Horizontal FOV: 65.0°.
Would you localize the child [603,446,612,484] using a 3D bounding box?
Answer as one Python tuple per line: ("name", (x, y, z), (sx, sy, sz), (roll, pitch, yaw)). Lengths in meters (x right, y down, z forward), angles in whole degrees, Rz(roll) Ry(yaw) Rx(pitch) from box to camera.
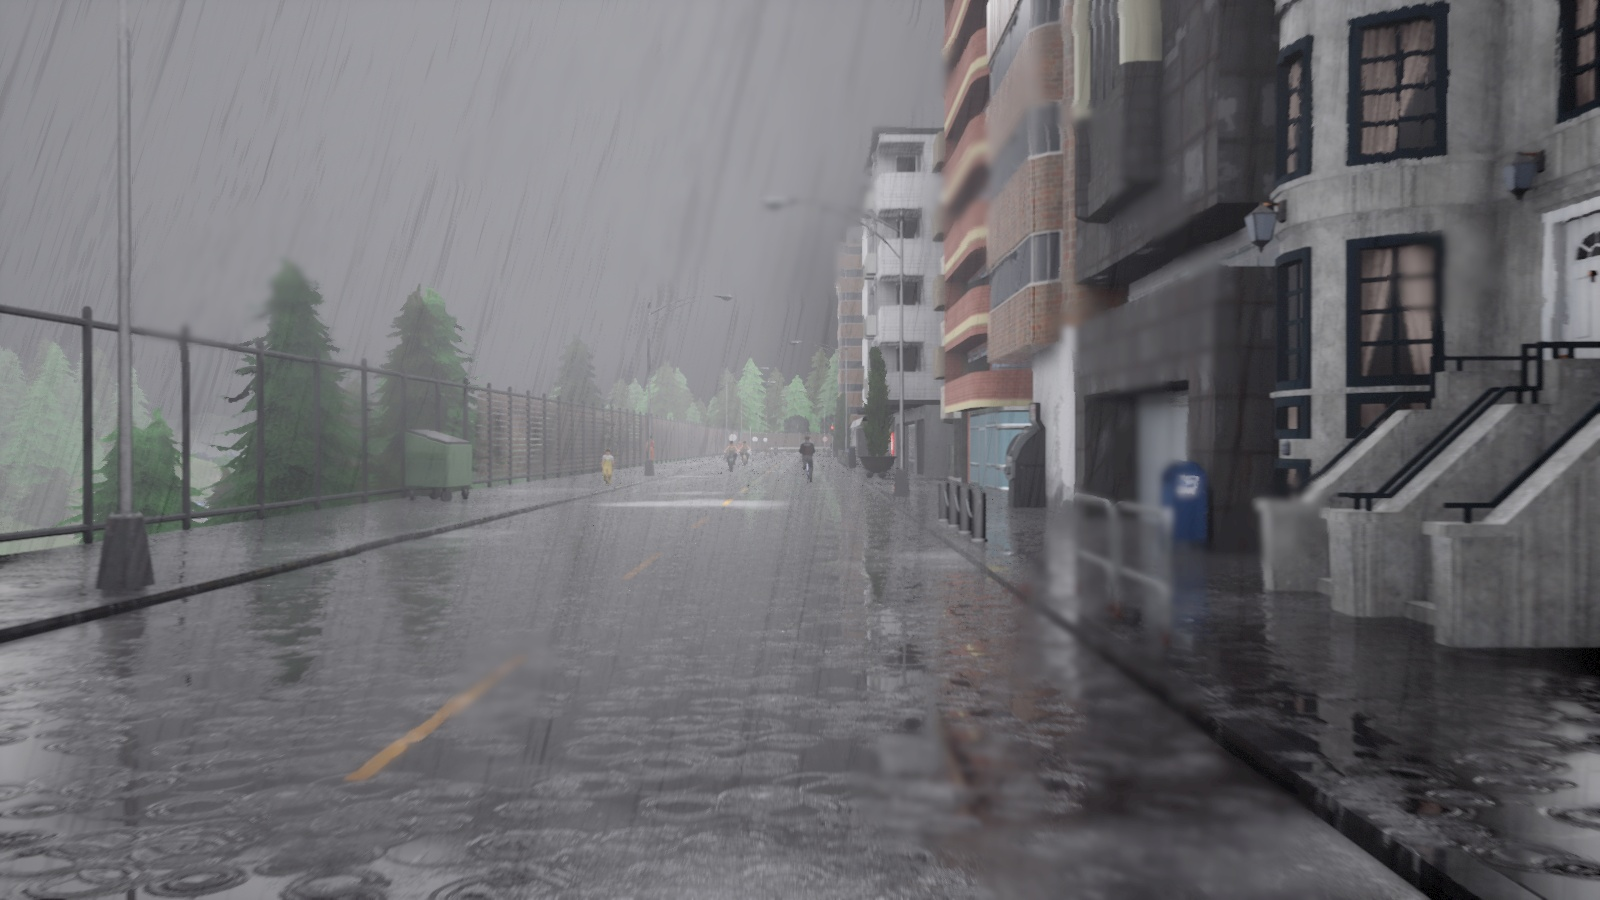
("child", (-6.452, 0.494, 42.160), (0.270, 1.263, 0.437), (0, 0, -3))
